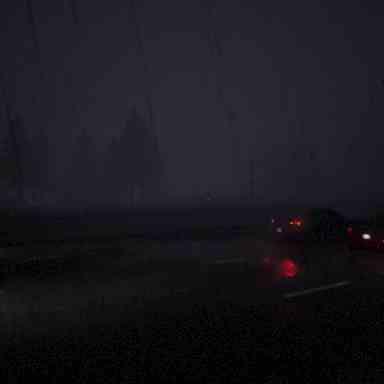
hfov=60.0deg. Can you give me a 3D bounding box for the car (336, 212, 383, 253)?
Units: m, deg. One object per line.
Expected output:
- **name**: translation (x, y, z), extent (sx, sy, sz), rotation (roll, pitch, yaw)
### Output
- **car**: translation (7.512, 1.421, 11.982), extent (4.181, 1.385, 1.994), rotation (-1, 0, -29)

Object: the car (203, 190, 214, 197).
- **car**: translation (4.459, 0.925, 85.843), extent (2.033, 1.411, 5.357), rotation (-1, 0, -8)

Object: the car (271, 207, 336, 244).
- **car**: translation (5.636, 1.379, 14.941), extent (4.674, 1.442, 1.812), rotation (0, 0, -29)

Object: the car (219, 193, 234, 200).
- **car**: translation (7.280, 0.943, 70.578), extent (1.882, 1.535, 5.008), rotation (-1, 0, -19)
